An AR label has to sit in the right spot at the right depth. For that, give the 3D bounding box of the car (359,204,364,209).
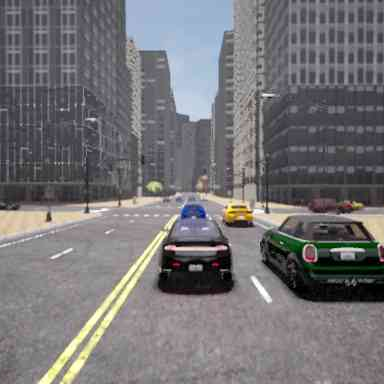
[{"bbox_3d":[21.807,1.869,47.320,4.829,1.417,1.752,0,0,1],"label":"car"}]

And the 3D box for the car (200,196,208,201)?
[{"bbox_3d":[3.245,1.948,89.850,1.895,1.301,4.718,0,0,0],"label":"car"}]

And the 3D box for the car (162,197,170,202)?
[{"bbox_3d":[-6.506,1.886,85.056,2.033,1.411,5.357,0,0,0],"label":"car"}]

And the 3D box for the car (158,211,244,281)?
[{"bbox_3d":[0.096,1.536,9.958,2.128,1.511,4.902,0,-1,0],"label":"car"}]

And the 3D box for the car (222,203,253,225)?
[{"bbox_3d":[3.349,1.590,25.094,1.882,1.535,5.008,0,0,0],"label":"car"}]

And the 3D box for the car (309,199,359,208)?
[{"bbox_3d":[16.199,1.706,39.034,5.009,1.841,2.192,0,0,1],"label":"car"}]

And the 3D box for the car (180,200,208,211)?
[{"bbox_3d":[0.099,1.591,25.208,1.882,1.535,5.008,0,0,0],"label":"car"}]

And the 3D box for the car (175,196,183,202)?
[{"bbox_3d":[-3.256,1.870,85.055,1.812,1.442,4.674,0,0,0],"label":"car"}]

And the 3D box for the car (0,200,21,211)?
[{"bbox_3d":[-22.728,1.618,39.561,4.313,1.339,1.947,1,0,1],"label":"car"}]

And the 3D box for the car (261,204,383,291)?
[{"bbox_3d":[3.346,1.397,9.262,2.097,1.767,4.553,0,0,0],"label":"car"}]

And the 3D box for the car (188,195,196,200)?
[{"bbox_3d":[-0.006,1.708,89.791,2.097,1.767,4.553,0,0,0],"label":"car"}]
